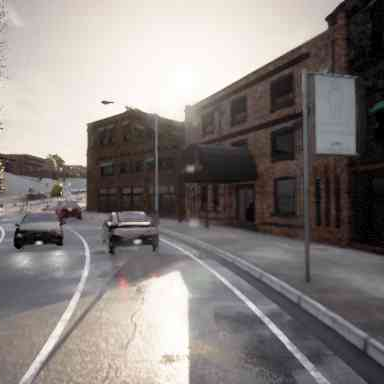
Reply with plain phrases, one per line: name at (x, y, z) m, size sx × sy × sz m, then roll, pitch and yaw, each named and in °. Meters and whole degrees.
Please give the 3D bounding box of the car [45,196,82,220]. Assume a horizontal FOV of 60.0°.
car at (-11.043, 1.423, 28.068) m, size 2.097 × 1.767 × 4.553 m, roll 0°, pitch -1°, yaw -39°

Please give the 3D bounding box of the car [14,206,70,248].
car at (-6.915, 1.581, 15.299) m, size 2.033 × 1.411 × 5.357 m, roll 0°, pitch 0°, yaw -23°

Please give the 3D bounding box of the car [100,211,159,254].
car at (-2.666, 1.517, 13.795) m, size 2.128 × 1.511 × 4.902 m, roll 0°, pitch 0°, yaw -19°
